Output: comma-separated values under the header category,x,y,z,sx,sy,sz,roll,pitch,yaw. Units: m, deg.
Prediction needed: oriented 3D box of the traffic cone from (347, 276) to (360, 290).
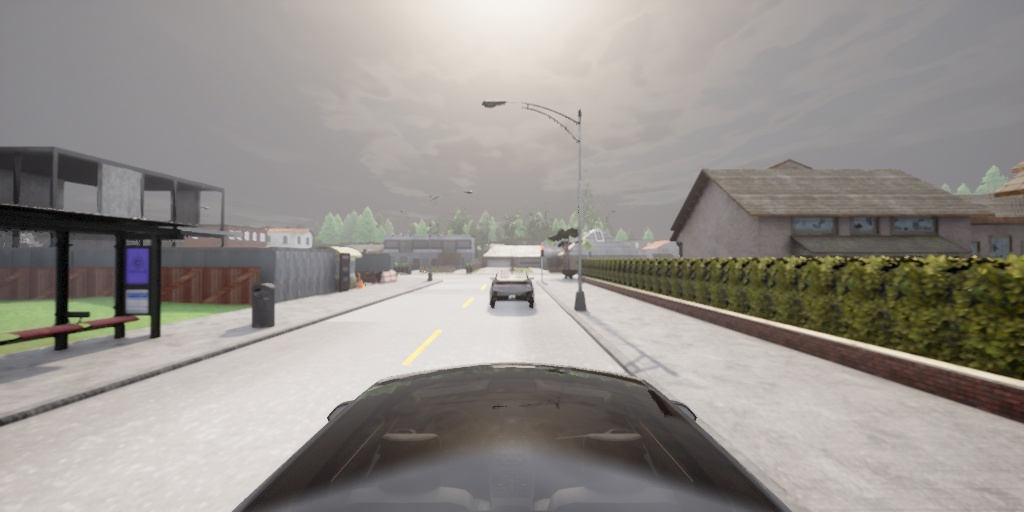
category,x,y,z,sx,sy,sz,roll,pitch,yaw
traffic cone,-10.392,1.771,23.519,0.344,0.586,0.344,0,0,0

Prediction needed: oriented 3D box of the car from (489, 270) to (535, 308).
category,x,y,z,sx,sy,sz,roll,pitch,yaw
car,0.002,1.376,16.143,2.128,1.511,4.902,0,0,0

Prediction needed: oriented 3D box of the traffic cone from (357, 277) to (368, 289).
category,x,y,z,sx,sy,sz,roll,pitch,yaw
traffic cone,-9.672,1.796,22.998,0.344,0.586,0.344,0,0,0
